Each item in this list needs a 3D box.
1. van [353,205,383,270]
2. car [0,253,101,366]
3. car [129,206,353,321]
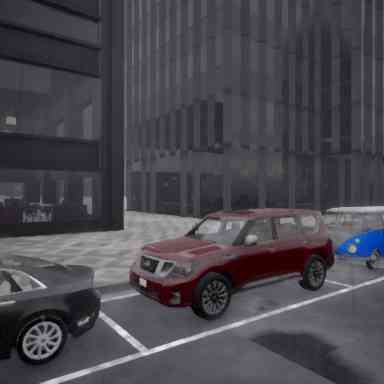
[{"bbox_3d":[5.726,1.341,10.730,3.998,1.788,1.690,0,0,-35],"label":"van"},{"bbox_3d":[-3.407,1.550,4.216,4.403,1.369,2.008,0,0,-35],"label":"car"},{"bbox_3d":[1.160,1.314,7.473,5.009,1.841,2.192,0,0,-35],"label":"car"}]
